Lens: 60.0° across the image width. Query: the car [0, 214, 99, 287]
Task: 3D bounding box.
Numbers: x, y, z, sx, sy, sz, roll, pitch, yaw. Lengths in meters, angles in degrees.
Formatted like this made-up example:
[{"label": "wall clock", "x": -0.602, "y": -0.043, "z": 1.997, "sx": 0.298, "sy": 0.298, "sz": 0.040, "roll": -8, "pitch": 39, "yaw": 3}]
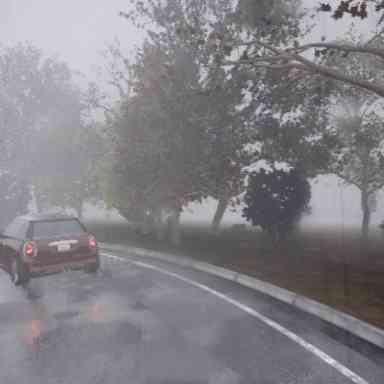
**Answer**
[{"label": "car", "x": -4.641, "y": 1.464, "z": 10.077, "sx": 2.097, "sy": 1.767, "sz": 4.553, "roll": -1, "pitch": 0, "yaw": -41}]
